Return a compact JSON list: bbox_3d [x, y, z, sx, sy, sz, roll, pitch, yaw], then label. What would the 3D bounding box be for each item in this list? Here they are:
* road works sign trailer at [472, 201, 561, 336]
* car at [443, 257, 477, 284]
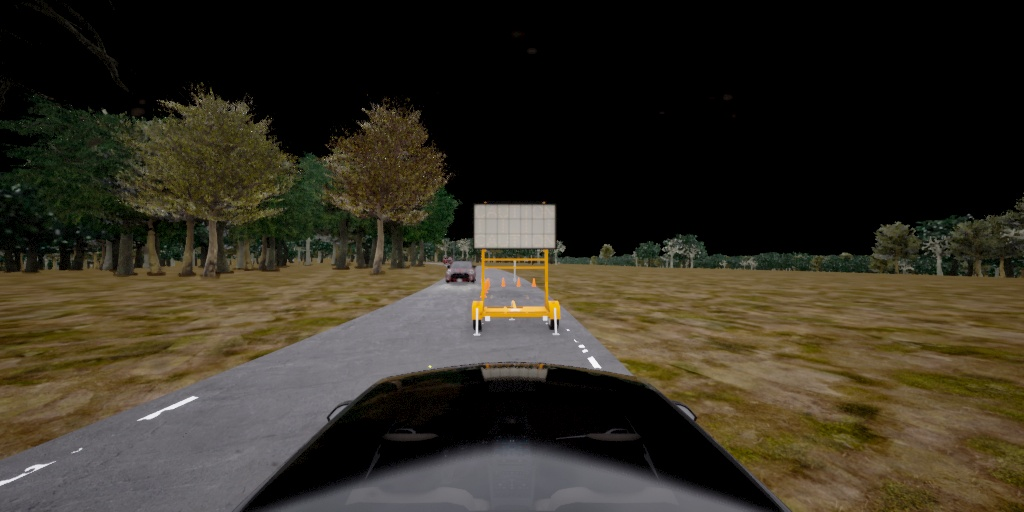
[{"bbox_3d":[0.077,0.214,10.436,2.380,3.560,2.880,0,0,-2],"label":"road works sign trailer"},{"bbox_3d":[-3.752,1.101,26.911,2.097,1.767,4.553,0,0,-4],"label":"car"}]
